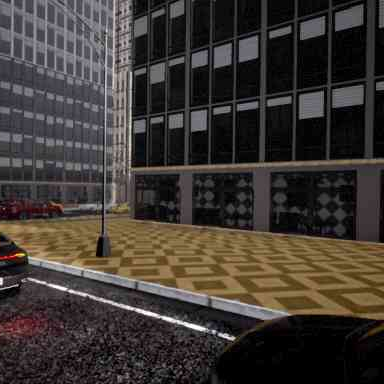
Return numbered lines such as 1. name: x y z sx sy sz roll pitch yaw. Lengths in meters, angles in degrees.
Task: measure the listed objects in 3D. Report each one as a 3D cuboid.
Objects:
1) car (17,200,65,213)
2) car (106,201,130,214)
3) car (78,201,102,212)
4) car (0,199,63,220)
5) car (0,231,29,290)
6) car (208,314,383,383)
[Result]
1. car: -17.646 1.643 39.064 1.752 1.417 4.829 1 0 37
2. car: -7.351 1.830 38.865 1.752 1.417 4.829 1 0 37
3. car: -12.012 1.813 42.286 1.895 1.301 4.718 1 0 37
4. car: -14.181 1.519 29.677 2.192 1.841 5.009 1 0 37
5. car: -5.748 1.500 7.814 4.892 1.490 1.837 0 0 36
6. car: 2.350 1.503 1.999 4.892 1.490 1.837 -1 0 36
